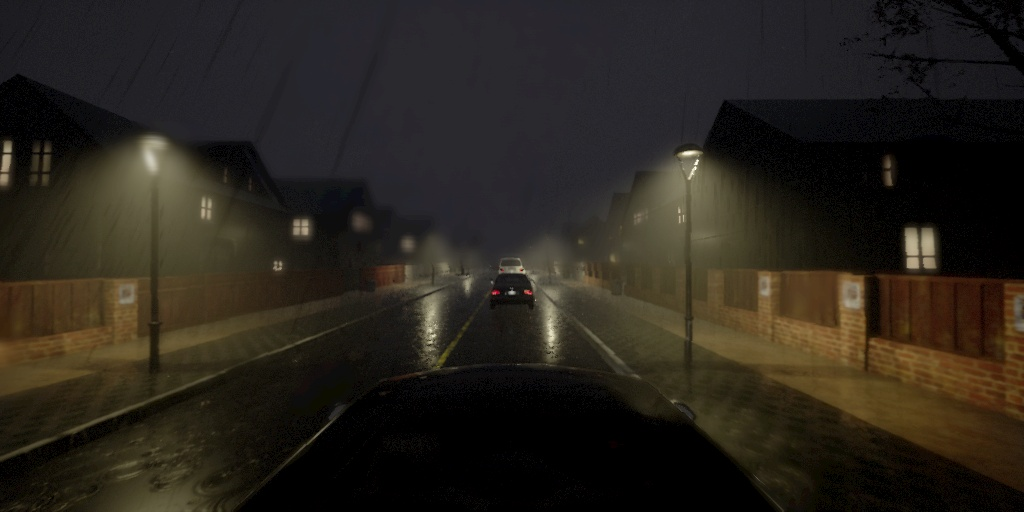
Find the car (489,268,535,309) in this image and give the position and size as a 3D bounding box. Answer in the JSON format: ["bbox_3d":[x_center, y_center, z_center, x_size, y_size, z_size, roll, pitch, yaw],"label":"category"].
[{"bbox_3d":[-0.002,1.448,15.888,2.033,1.411,5.357,0,-1,0],"label":"car"}]

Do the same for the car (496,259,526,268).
[{"bbox_3d":[-0.007,1.290,30.930,2.150,2.045,5.566,0,-1,0],"label":"car"}]
